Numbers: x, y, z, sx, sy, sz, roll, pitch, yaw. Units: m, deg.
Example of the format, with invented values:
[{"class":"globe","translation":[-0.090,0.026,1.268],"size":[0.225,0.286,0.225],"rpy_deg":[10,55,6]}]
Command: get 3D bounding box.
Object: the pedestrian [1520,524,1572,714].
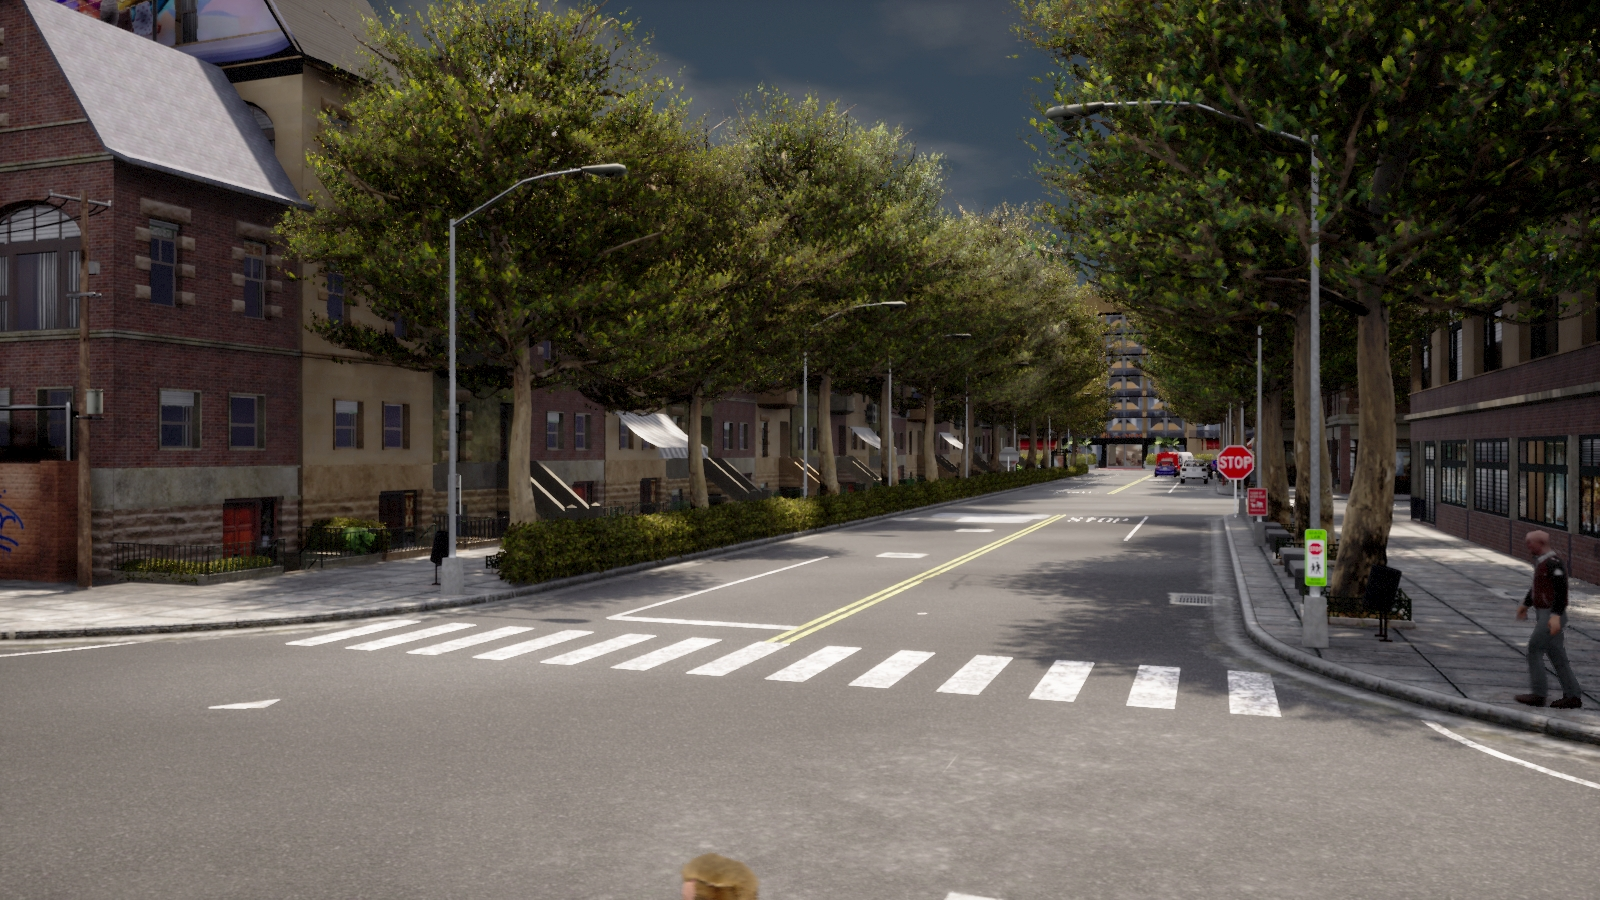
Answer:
[{"class":"pedestrian","translation":[7.576,1.696,11.614],"size":[0.375,1.860,0.375],"rpy_deg":[0,0,21]}]
